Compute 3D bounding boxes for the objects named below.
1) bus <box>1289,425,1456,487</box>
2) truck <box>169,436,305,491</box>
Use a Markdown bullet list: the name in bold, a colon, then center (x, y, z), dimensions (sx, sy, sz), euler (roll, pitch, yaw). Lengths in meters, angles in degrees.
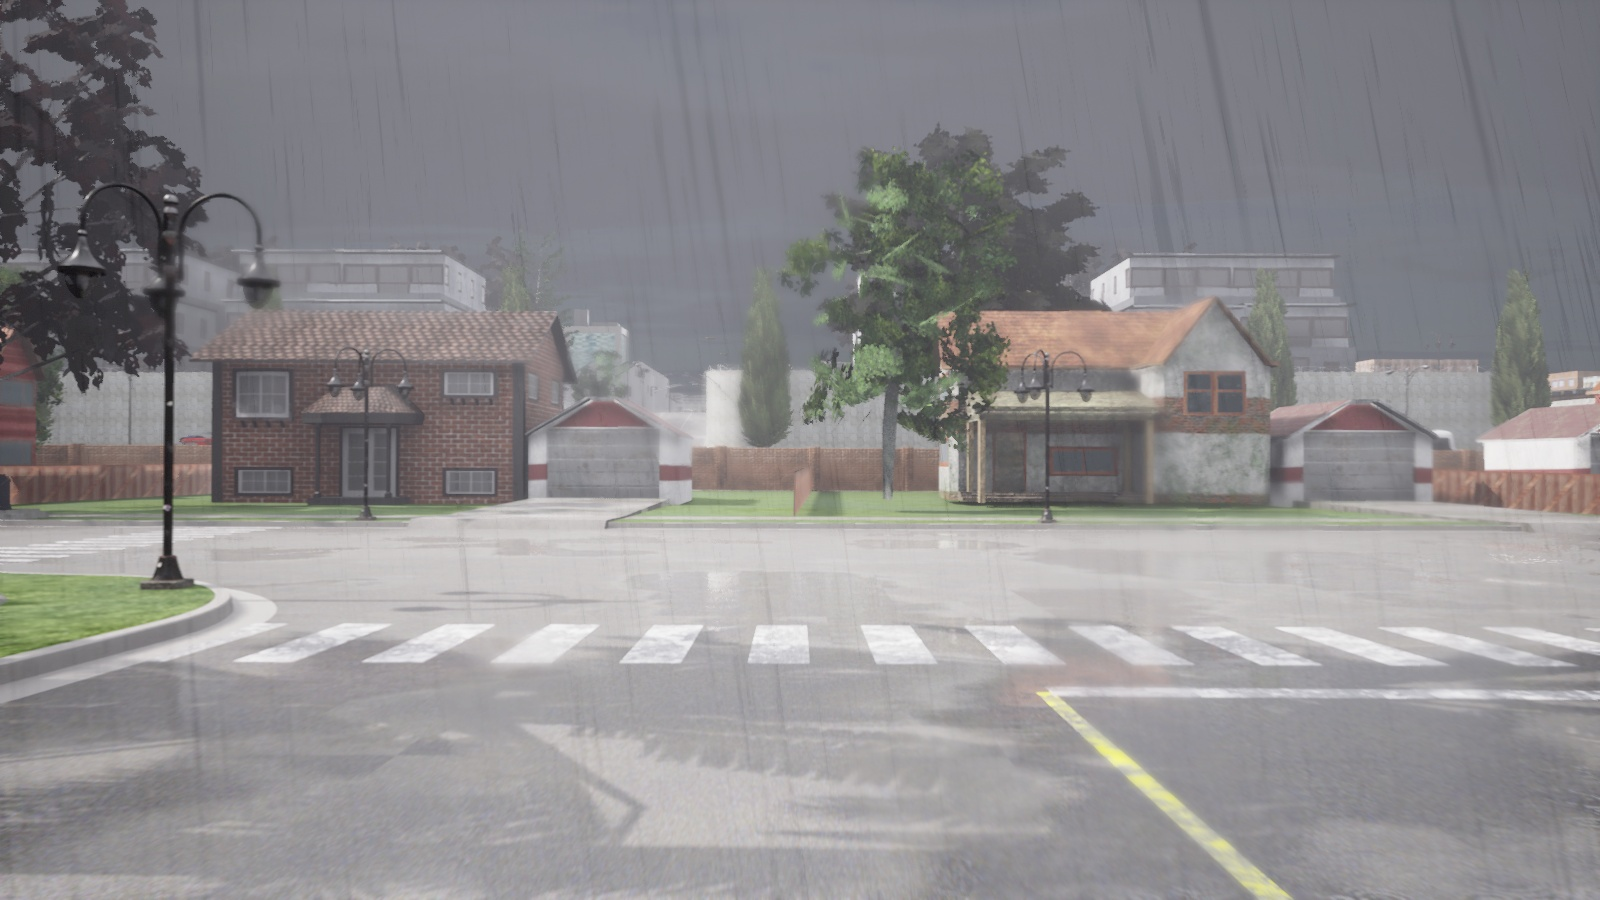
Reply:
- **bus**: center (40.495, 0.400, 88.977), dimensions (10.273, 4.253, 3.944), euler (0, 0, -9)
- **truck**: center (-40.218, 0.944, 89.937), dimensions (8.468, 3.827, 2.891), euler (0, -1, 1)
